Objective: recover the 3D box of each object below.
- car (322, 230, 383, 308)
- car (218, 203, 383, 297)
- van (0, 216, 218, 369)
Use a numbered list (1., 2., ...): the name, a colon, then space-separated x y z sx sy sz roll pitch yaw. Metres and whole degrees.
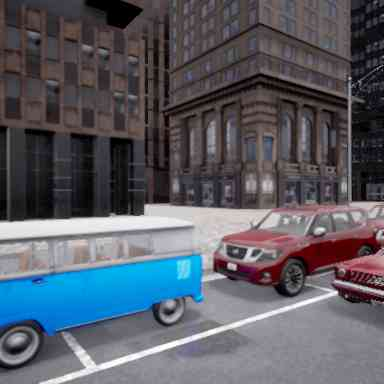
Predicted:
1. car: 4.992 1.596 6.940 4.718 1.301 1.895 0 0 -36
2. car: 2.926 1.311 8.737 5.009 1.841 2.192 0 0 -36
3. van: -1.696 1.340 5.439 3.998 1.788 1.690 0 0 -36
